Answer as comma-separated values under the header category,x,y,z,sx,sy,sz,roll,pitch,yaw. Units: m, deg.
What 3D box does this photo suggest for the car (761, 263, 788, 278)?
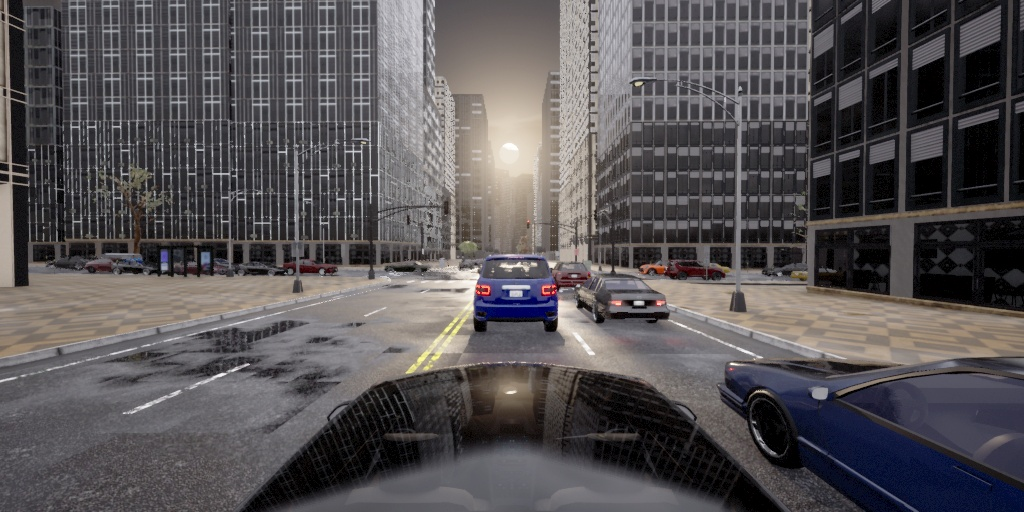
category,x,y,z,sx,sy,sz,roll,pitch,yaw
car,28.923,1.472,37.607,4.892,1.490,1.837,-1,1,1

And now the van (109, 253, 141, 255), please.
category,x,y,z,sx,sy,sz,roll,pitch,yaw
van,-45.287,0.605,41.548,3.998,1.789,1.690,0,0,1

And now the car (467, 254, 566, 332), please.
category,x,y,z,sx,sy,sz,roll,pitch,yaw
car,0.097,0.967,10.990,2.150,2.045,5.566,0,0,0

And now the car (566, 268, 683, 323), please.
category,x,y,z,sx,sy,sz,roll,pitch,yaw
car,3.350,1.293,11.993,2.033,1.411,5.357,0,0,0

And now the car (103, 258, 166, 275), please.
category,x,y,z,sx,sy,sz,roll,pitch,yaw
car,-34.096,1.069,32.887,4.313,1.339,1.948,0,0,1

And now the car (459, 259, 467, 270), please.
category,x,y,z,sx,sy,sz,roll,pitch,yaw
car,-6.601,1.220,52.457,1.837,1.490,4.892,0,0,-1

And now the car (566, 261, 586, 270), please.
category,x,y,z,sx,sy,sz,roll,pitch,yaw
car,3.349,1.092,21.400,2.097,1.767,4.553,0,0,0

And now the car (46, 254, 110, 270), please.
category,x,y,z,sx,sy,sz,roll,pitch,yaw
car,-47.415,0.791,38.987,4.892,1.490,1.837,1,1,1

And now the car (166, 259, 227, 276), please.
category,x,y,z,sx,sy,sz,roll,pitch,yaw
car,-28.416,1.138,32.714,4.207,1.307,1.802,0,0,1

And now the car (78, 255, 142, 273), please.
category,x,y,z,sx,sy,sz,roll,pitch,yaw
car,-39.540,0.936,35.636,4.674,1.442,1.812,1,1,1

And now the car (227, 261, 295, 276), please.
category,x,y,z,sx,sy,sz,roll,pitch,yaw
car,-22.732,1.173,32.581,4.313,1.339,1.948,0,0,1

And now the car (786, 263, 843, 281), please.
category,x,y,z,sx,sy,sz,roll,pitch,yaw
car,27.641,1.578,31.854,4.829,1.417,1.751,0,0,1

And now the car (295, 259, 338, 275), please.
category,x,y,z,sx,sy,sz,roll,pitch,yaw
car,-19.766,1.068,35.228,5.008,1.535,1.882,1,1,0

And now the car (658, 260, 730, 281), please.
category,x,y,z,sx,sy,sz,roll,pitch,yaw
car,16.193,1.268,32.051,5.009,1.841,2.192,0,0,1

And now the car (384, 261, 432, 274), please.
category,x,y,z,sx,sy,sz,roll,pitch,yaw
car,-11.104,1.217,38.258,4.718,1.301,1.895,1,1,1

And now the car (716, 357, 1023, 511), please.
category,x,y,z,sx,sy,sz,roll,pitch,yaw
car,3.350,1.297,1.813,2.033,1.411,5.357,0,0,1

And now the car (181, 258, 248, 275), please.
category,x,y,z,sx,sy,sz,roll,pitch,yaw
car,-29.268,0.996,35.422,4.902,1.511,2.128,1,1,1

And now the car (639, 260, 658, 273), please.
category,x,y,z,sx,sy,sz,roll,pitch,yaw
car,15.781,1.208,37.857,4.553,1.767,2.097,0,1,-1

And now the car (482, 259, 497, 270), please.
category,x,y,z,sx,sy,sz,roll,pitch,yaw
car,-3.335,1.191,53.348,1.882,1.535,5.008,0,0,0
